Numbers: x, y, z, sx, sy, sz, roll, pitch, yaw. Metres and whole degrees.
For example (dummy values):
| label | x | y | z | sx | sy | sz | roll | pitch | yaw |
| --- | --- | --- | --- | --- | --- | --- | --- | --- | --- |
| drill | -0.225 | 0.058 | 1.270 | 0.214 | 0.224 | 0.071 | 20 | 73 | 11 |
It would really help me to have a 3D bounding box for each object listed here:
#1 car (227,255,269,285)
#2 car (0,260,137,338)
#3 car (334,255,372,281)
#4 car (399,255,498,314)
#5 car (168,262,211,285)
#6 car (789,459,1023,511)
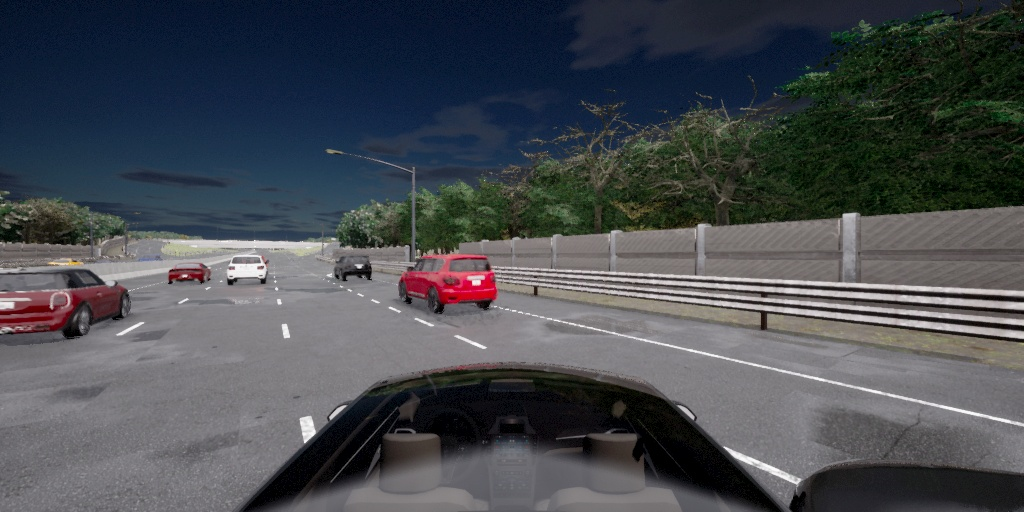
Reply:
| label | x | y | z | sx | sy | sz | roll | pitch | yaw |
| --- | --- | --- | --- | --- | --- | --- | --- | --- | --- |
| car | -19.289 | 0.956 | 26.244 | 2.150 | 2.045 | 5.566 | 0 | 0 | -34 |
| car | -12.240 | 1.098 | 9.542 | 2.097 | 1.767 | 4.553 | 0 | 0 | -34 |
| car | -13.278 | 0.956 | 29.853 | 2.150 | 2.045 | 5.566 | 0 | 0 | -34 |
| car | -2.696 | 0.971 | 14.166 | 2.150 | 2.045 | 5.566 | 0 | 0 | -34 |
| car | -23.610 | 1.210 | 26.398 | 1.882 | 1.535 | 5.008 | 0 | 0 | -34 |
| car | 2.985 | 1.315 | 0.521 | 4.181 | 1.385 | 1.994 | 0 | 0 | 34 |
